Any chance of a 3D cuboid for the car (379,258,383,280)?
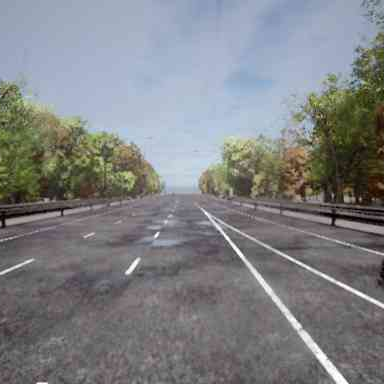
[{"bbox_3d":[5.545,1.528,6.150,1.994,1.385,4.181,0,0,-6],"label":"car"}]
